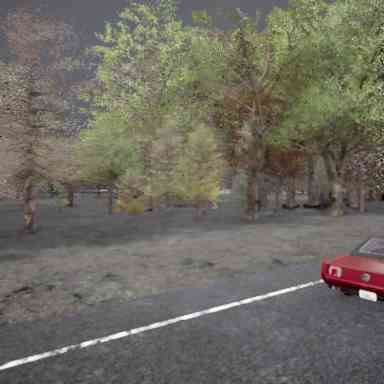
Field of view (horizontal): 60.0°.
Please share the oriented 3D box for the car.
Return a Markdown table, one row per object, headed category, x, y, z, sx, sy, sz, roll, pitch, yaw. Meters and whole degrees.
| category | x | y | z | sx | sy | sz | roll | pitch | yaw |
| --- | --- | --- | --- | --- | --- | --- | --- | --- | --- |
| car | 4.996 | 1.582 | 7.309 | 4.718 | 1.301 | 1.895 | 0 | 0 | -35 |
